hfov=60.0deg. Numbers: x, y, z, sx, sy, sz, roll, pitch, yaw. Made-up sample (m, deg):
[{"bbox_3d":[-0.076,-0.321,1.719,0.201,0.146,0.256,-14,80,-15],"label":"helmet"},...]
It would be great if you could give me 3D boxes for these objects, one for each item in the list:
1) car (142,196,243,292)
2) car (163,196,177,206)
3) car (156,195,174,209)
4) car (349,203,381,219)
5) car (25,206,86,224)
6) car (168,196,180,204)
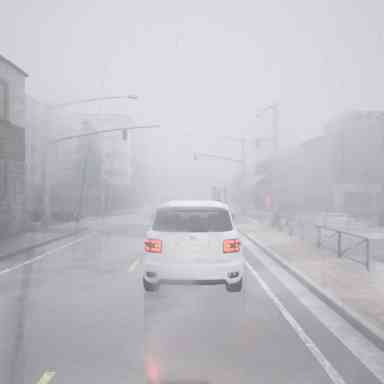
[{"bbox_3d":[0.033,1.221,9.074,2.150,2.045,5.566,0,0,1],"label":"car"},{"bbox_3d":[-3.711,1.491,56.967,2.128,1.511,4.902,0,0,0],"label":"car"},{"bbox_3d":[-3.703,1.352,46.586,2.097,1.767,4.553,0,0,0],"label":"car"},{"bbox_3d":[16.648,1.740,30.262,4.181,1.385,1.994,0,0,0],"label":"car"},{"bbox_3d":[-10.874,1.775,26.075,4.718,1.301,1.895,0,0,6],"label":"car"},{"bbox_3d":[-3.666,1.547,67.605,2.033,1.411,5.357,0,0,0],"label":"car"}]
